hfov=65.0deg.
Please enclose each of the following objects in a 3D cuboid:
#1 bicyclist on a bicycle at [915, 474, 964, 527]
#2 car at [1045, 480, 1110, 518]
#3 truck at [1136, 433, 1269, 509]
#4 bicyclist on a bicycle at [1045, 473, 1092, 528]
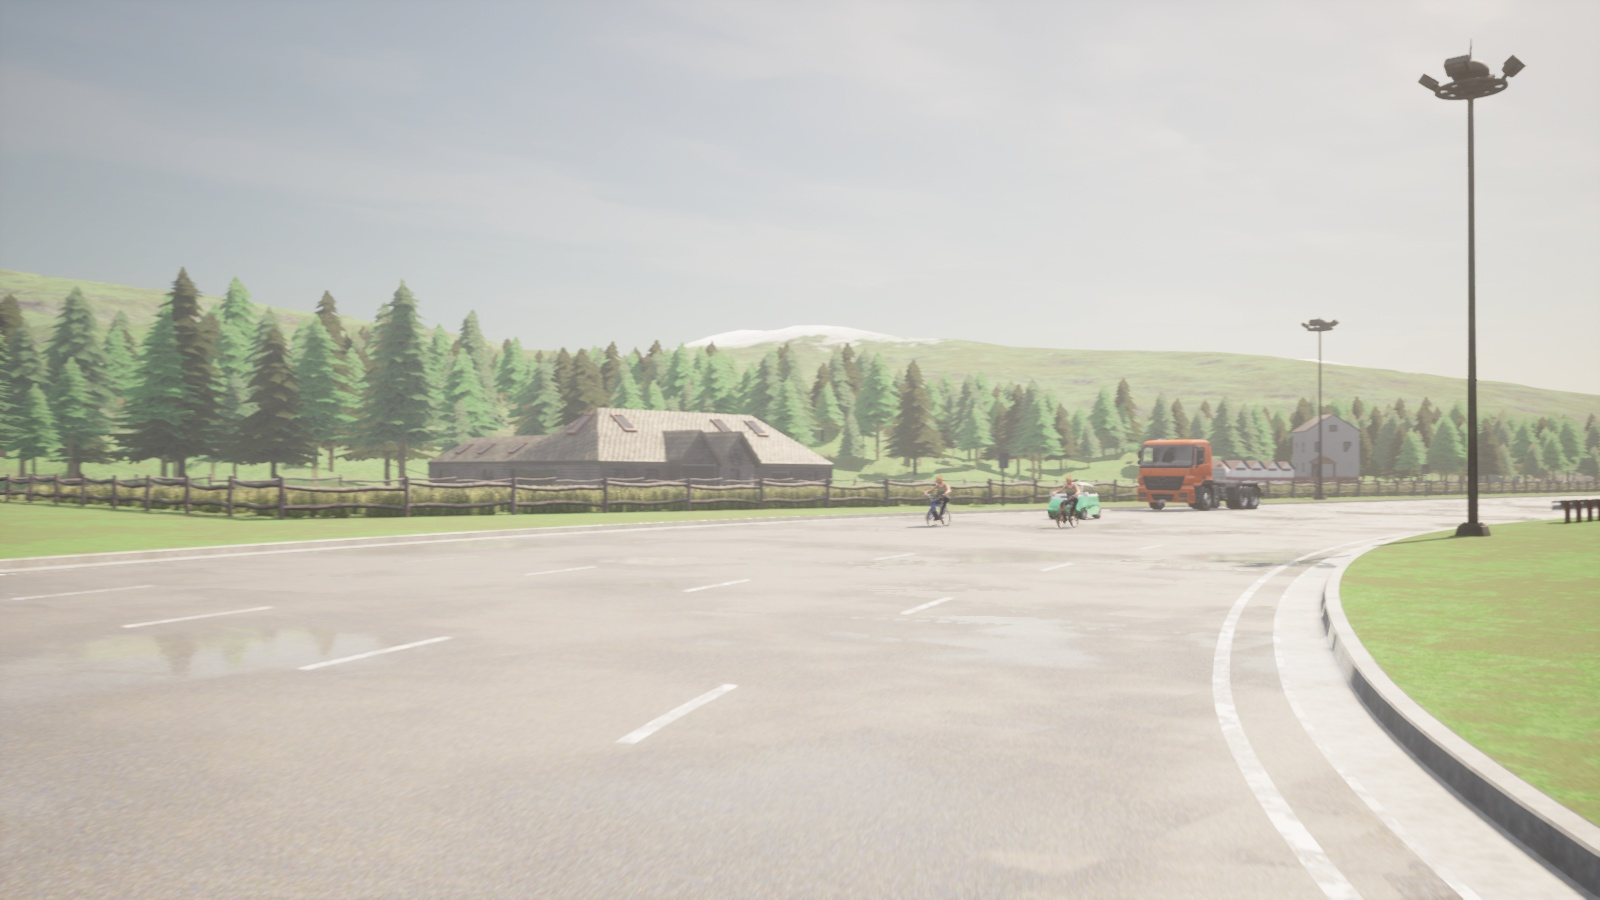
[{"bbox_3d":[4.303,1.533,38.686,0.866,1.612,1.509,-1,-1,35],"label":"bicyclist on a bicycle"},{"bbox_3d":[10.283,1.795,46.493,1.481,1.376,2.207,-1,-2,41],"label":"car"},{"bbox_3d":[19.839,1.043,61.596,7.936,3.462,2.891,1,-2,-45],"label":"truck"},{"bbox_3d":[8.161,1.512,38.099,0.866,1.612,1.509,-1,-1,36],"label":"bicyclist on a bicycle"}]
